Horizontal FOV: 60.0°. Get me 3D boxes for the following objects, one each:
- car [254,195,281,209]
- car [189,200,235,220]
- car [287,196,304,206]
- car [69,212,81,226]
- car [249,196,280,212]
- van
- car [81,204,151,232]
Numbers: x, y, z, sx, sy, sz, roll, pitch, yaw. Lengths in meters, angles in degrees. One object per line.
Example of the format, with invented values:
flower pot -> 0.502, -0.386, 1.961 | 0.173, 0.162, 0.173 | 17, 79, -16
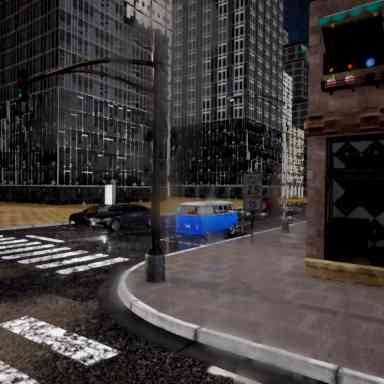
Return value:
car -> 10.136, 1.293, 44.380 | 1.967, 1.590, 4.097 | 1, 1, 36
car -> 1.782, 1.485, 28.223 | 1.994, 1.385, 4.181 | 1, 1, 35
car -> 16.464, 1.363, 53.250 | 1.752, 1.417, 4.829 | 1, 1, 36
car -> -5.933, 1.467, 21.864 | 1.947, 1.339, 4.313 | 1, 1, 36
car -> 7.851, 1.256, 36.698 | 2.097, 1.767, 4.553 | 1, 1, 36
van -> 0.891, 1.368, 16.993 | 1.690, 1.788, 3.998 | 1, 1, 36
car -> -3.995, 1.466, 20.115 | 1.812, 1.442, 4.674 | 1, 1, 37
